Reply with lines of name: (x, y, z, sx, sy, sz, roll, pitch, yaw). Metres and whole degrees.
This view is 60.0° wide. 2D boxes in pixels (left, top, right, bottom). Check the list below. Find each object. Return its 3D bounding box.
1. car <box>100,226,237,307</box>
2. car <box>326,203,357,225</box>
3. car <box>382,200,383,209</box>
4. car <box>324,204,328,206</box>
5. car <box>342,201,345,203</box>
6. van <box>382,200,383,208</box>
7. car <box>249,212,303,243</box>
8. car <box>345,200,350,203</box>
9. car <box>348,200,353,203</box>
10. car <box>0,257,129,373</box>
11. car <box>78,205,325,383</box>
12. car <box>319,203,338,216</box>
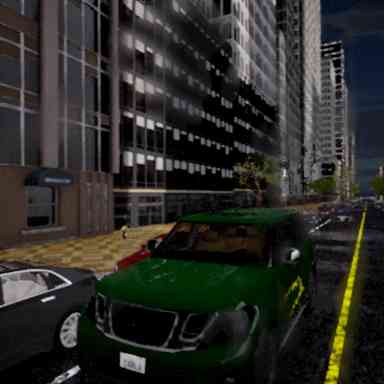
car: (-0.362, 1.771, 9.158, 1.802, 1.307, 4.206, -1, -2, 28)
car: (13.750, 2.061, 30.084, 2.128, 1.511, 4.902, -1, -1, 28)
car: (41.574, 2.739, 70.559, 1.967, 1.590, 4.097, -1, -2, 28)
car: (15.574, 2.330, 39.302, 1.802, 1.307, 4.206, -1, -2, 28)
car: (23.463, 2.549, 54.225, 1.752, 1.417, 4.829, -1, -2, 28)
van: (44.229, 2.732, 75.584, 1.690, 1.788, 3.998, -1, -2, 28)
car: (4.949, 1.926, 19.207, 2.008, 1.369, 4.403, -1, -2, 28)
car: (28.854, 2.778, 64.423, 1.947, 1.339, 4.313, -1, -2, 28)
car: (34.166, 2.947, 74.471, 2.008, 1.369, 4.403, -1, -2, 28)
car: (-3.019, 1.646, 4.135, 2.008, 1.369, 4.403, -1, -2, 28)
car: (0.719, 1.338, 5.652, 2.150, 2.045, 5.566, -1, -1, 28)
car: (18.228, 2.281, 44.329, 1.967, 1.590, 4.097, -1, -2, 28)
